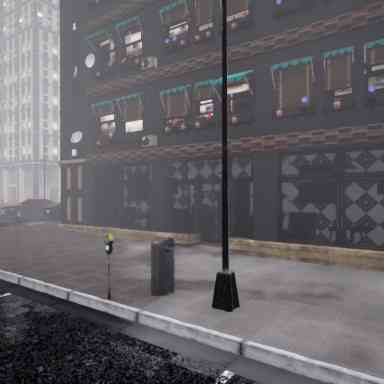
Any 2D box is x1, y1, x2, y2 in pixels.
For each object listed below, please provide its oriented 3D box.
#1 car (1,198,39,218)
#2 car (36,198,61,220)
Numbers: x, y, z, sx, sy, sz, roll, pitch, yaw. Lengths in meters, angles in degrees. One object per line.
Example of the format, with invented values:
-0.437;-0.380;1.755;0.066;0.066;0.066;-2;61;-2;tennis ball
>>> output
-12.897;1.262;27.047;1.812;1.442;4.674;0;1;35;car
-8.261;1.279;23.555;1.947;1.339;4.313;1;1;35;car
